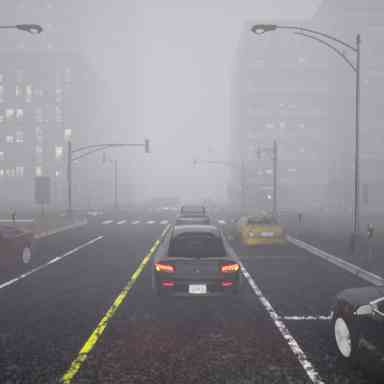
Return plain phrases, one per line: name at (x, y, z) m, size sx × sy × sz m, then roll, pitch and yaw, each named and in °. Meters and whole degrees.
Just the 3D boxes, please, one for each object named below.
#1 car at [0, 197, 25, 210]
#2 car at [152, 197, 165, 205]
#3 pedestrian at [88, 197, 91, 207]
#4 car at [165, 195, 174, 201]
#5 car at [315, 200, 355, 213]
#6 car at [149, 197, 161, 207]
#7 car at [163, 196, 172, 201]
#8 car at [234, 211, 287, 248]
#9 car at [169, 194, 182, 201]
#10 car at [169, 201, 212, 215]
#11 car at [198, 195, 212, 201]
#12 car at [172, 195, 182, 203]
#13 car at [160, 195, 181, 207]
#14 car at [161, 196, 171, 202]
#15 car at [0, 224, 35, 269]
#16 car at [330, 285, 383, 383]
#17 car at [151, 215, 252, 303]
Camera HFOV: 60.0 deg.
car at (-21.732, 1.276, 37.962) m, size 4.829 × 1.417 × 1.752 m, roll 0°, pitch 0°, yaw 1°
car at (-5.811, 1.555, 57.970) m, size 1.947 × 1.339 × 4.313 m, roll -1°, pitch 0°, yaw 0°
pedestrian at (-12.625, 1.201, 40.825) m, size 0.375 × 1.300 × 0.375 m, roll 0°, pitch 0°, yaw 1°
car at (-5.865, 1.531, 86.243) m, size 1.887 × 1.381 × 4.507 m, roll -1°, pitch 0°, yaw 0°
car at (16.244, 1.623, 37.536) m, size 4.403 × 1.369 × 2.008 m, roll 0°, pitch 0°, yaw 1°
car at (-5.801, 1.515, 52.146) m, size 1.752 × 1.417 × 4.829 m, roll -1°, pitch 0°, yaw 0°
car at (-5.853, 1.569, 80.588) m, size 1.802 × 1.307 × 4.206 m, roll -1°, pitch 0°, yaw 0°
car at (2.780, 1.522, 14.547) m, size 1.752 × 1.417 × 4.829 m, roll -1°, pitch 0°, yaw 0°
car at (-3.185, 1.480, 60.335) m, size 2.128 × 1.511 × 4.902 m, roll 0°, pitch 0°, yaw 0°
car at (0.056, 1.487, 18.176) m, size 2.128 × 1.511 × 4.902 m, roll 0°, pitch 0°, yaw 0°
car at (2.569, 1.540, 57.986) m, size 2.008 × 1.369 × 4.403 m, roll -1°, pitch 0°, yaw 0°
car at (-3.132, 1.488, 70.532) m, size 1.837 × 1.490 × 4.892 m, roll 0°, pitch 0°, yaw 0°
car at (-3.187, 1.537, 50.383) m, size 2.033 × 1.411 × 5.357 m, roll 0°, pitch 0°, yaw 0°
car at (-5.843, 1.532, 74.934) m, size 1.887 × 1.381 × 4.507 m, roll -1°, pitch 0°, yaw 0°
car at (-5.848, 1.542, 8.774) m, size 1.887 × 1.381 × 4.507 m, roll -1°, pitch 0°, yaw 0°
car at (2.802, 1.550, 3.088) m, size 2.008 × 1.369 × 4.403 m, roll -1°, pitch 0°, yaw 0°
car at (0.084, 1.523, 8.096) m, size 1.812 × 1.442 × 4.674 m, roll 0°, pitch 0°, yaw 0°
